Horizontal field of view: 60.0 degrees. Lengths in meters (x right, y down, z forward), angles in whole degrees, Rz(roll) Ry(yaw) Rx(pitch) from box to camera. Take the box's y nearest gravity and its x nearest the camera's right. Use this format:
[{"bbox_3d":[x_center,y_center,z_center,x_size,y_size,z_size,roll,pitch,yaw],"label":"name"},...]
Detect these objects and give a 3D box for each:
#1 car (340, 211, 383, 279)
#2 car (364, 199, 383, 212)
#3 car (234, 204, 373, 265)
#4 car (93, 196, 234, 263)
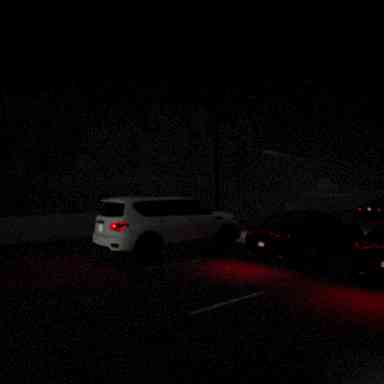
[{"bbox_3d":[6.038,1.346,8.521,5.008,1.535,1.882,-1,1,-38],"label":"car"},{"bbox_3d":[14.062,1.205,24.667,5.357,1.411,2.033,-1,1,-43],"label":"car"},{"bbox_3d":[3.974,1.352,11.348,5.008,1.535,1.882,-1,1,-39],"label":"car"},{"bbox_3d":[-0.736,1.149,12.065,5.566,2.045,2.150,-1,1,-38],"label":"car"}]
